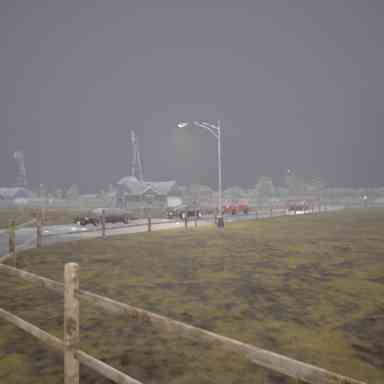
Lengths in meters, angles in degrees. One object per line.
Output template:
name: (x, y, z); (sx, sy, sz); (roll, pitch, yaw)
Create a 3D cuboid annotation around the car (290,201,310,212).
car: (17.552, 2.226, 53.901); (2.097, 1.767, 4.553); (-2, -2, 36)

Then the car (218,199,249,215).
car: (5.511, 1.913, 43.417); (2.150, 2.045, 5.566); (-2, -2, 36)

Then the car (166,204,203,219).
car: (-0.681, 2.013, 34.755); (1.837, 1.490, 4.892); (-2, -2, 36)

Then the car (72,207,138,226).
car: (-6.701, 1.884, 26.339); (2.033, 1.411, 5.357); (-2, -2, 36)
